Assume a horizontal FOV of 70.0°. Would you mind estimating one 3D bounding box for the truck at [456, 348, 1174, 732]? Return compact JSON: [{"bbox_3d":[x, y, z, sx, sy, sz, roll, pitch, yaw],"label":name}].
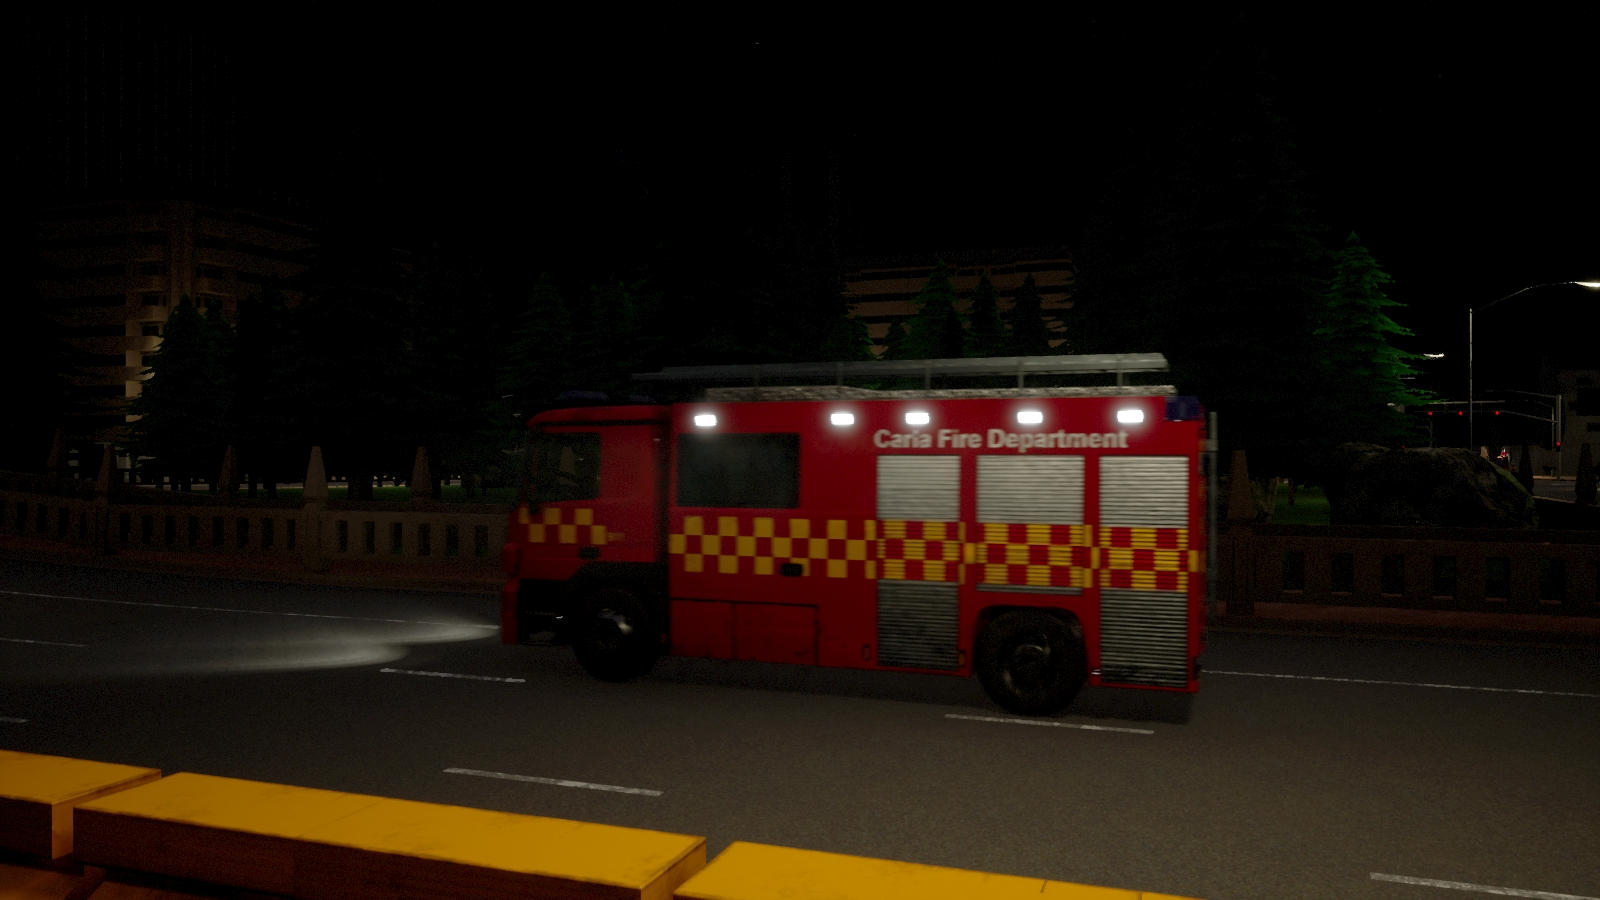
[{"bbox_3d":[0.141,0.891,14.243,8.468,3.827,2.891,0,0,21],"label":"truck"}]
